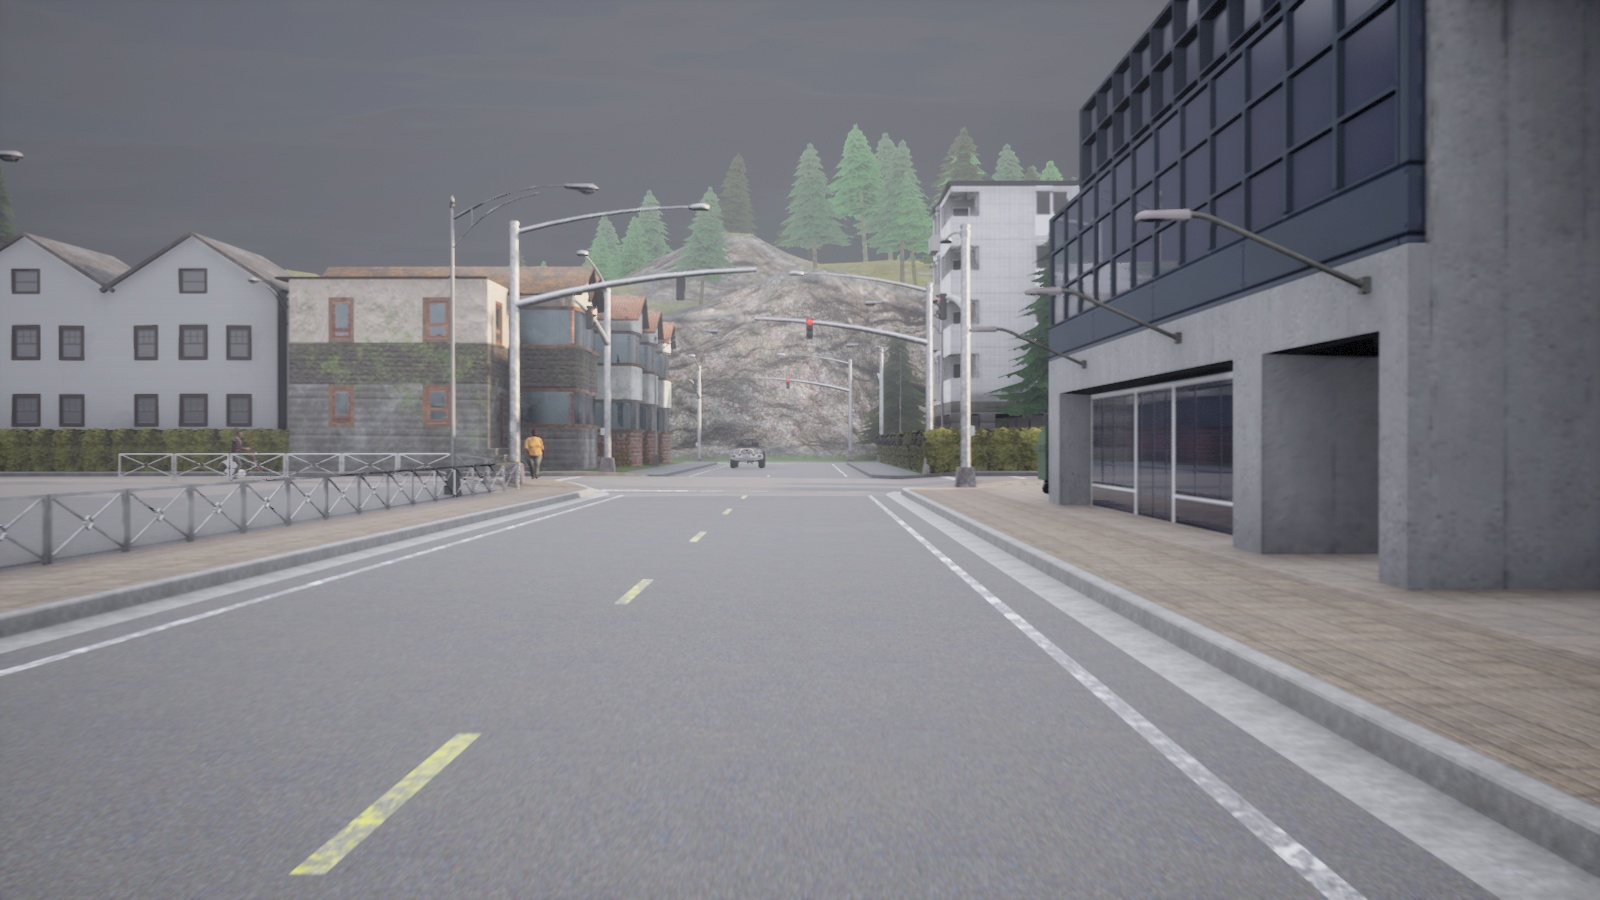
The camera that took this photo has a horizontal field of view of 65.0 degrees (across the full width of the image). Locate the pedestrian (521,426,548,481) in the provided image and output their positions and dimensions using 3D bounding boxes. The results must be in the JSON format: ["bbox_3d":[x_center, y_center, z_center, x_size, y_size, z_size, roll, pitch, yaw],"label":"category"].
[{"bbox_3d":[-9.184,0.115,43.397,0.874,1.855,0.900,0,0,-14],"label":"pedestrian"}]

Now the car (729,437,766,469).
[{"bbox_3d":[-3.069,0.143,74.185,1.932,1.855,4.605,0,0,0],"label":"car"}]

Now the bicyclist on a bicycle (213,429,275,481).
[{"bbox_3d":[-19.196,0.181,43.352,1.843,1.776,0.659,0,0,0],"label":"bicyclist on a bicycle"}]
